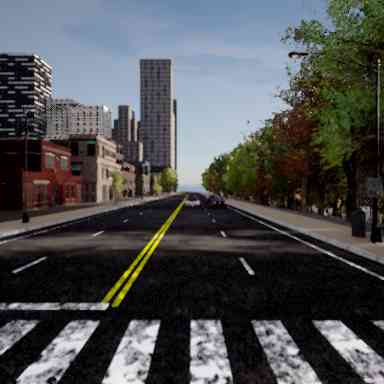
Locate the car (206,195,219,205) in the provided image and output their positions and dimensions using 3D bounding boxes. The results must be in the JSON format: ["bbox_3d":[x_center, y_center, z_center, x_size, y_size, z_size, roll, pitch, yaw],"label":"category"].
[{"bbox_3d":[3.229,1.243,52.820,1.837,1.490,4.892,0,0,0],"label":"car"}]

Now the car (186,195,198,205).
[{"bbox_3d":[-0.023,1.237,53.878,1.837,1.490,4.892,0,0,0],"label":"car"}]

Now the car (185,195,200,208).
[{"bbox_3d":[0.081,1.384,43.840,1.895,1.301,4.718,0,0,0],"label":"car"}]

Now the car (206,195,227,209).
[{"bbox_3d":[3.329,1.339,42.319,2.033,1.411,5.357,0,0,0],"label":"car"}]
